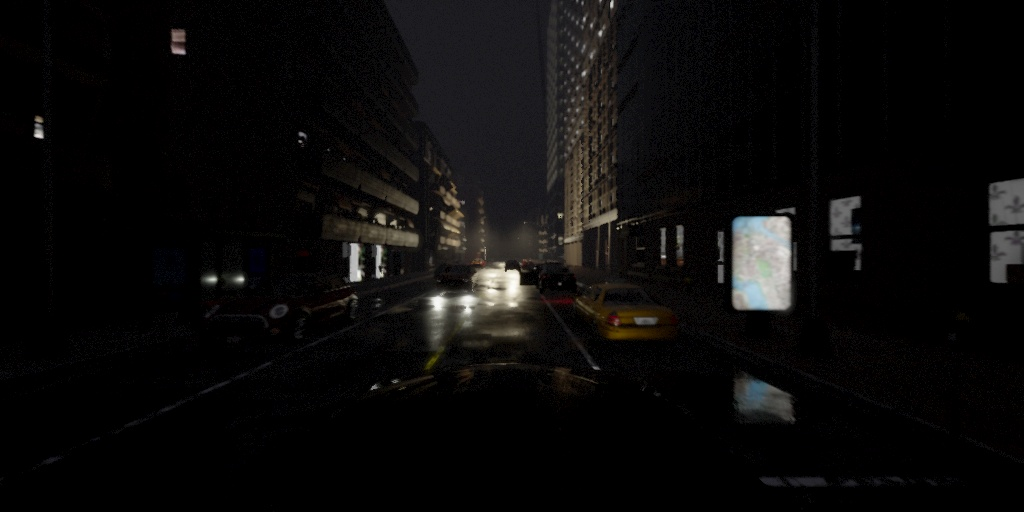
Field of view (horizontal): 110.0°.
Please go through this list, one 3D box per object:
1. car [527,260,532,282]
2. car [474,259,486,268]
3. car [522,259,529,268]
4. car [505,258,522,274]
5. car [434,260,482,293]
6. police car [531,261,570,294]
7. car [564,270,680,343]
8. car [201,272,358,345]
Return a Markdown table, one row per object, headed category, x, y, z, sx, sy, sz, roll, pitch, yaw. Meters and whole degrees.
| category | x | y | z | sx | sy | sz | roll | pitch | yaw |
| --- | --- | --- | --- | --- | --- | --- | --- | --- | --- |
| car | 2.674 | 1.290 | 31.932 | 1.948 | 1.339 | 4.313 | 0 | 0 | 0 |
| car | -5.721 | 1.154 | 60.170 | 1.967 | 1.591 | 4.097 | 0 | 0 | 0 |
| car | 2.659 | 1.259 | 60.174 | 1.888 | 1.381 | 4.507 | 0 | 0 | 0 |
| car | 0.045 | 1.195 | 47.559 | 1.882 | 1.535 | 5.008 | 0 | 0 | 0 |
| car | -3.109 | 1.210 | 21.050 | 1.882 | 1.535 | 5.008 | 0 | 0 | 0 |
| police car | 2.357 | 1.158 | 20.254 | 1.930 | 1.638 | 5.238 | 0 | 0 | 0 |
| car | 2.685 | 1.268 | 9.508 | 1.751 | 1.417 | 4.829 | 0 | 0 | 0 |
| car | -5.695 | 1.182 | 9.334 | 1.967 | 1.591 | 4.097 | 0 | 0 | 0 |
